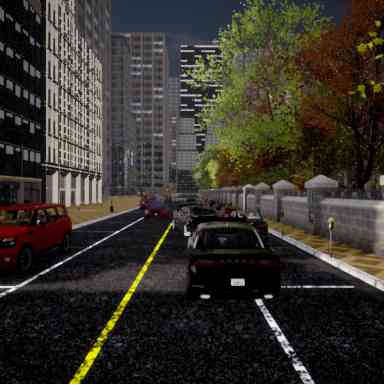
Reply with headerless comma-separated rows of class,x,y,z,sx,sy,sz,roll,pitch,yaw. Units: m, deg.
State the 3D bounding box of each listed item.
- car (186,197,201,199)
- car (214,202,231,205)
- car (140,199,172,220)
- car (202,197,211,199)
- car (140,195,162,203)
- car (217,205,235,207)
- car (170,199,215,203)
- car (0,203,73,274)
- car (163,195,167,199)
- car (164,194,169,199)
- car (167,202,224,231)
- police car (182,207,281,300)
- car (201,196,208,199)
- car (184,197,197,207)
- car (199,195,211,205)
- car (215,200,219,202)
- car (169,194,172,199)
car,-0.156,1.515,43.468,1.812,1.442,4.674,0,0,0
car,2.499,1.578,21.661,1.802,1.307,4.206,0,0,0
car,-2.847,1.558,28.108,1.994,1.385,4.181,0,0,0
car,2.419,1.557,38.310,1.947,1.339,4.313,0,0,0
car,-5.633,1.304,43.922,2.192,1.841,5.009,0,0,0
car,2.526,1.548,16.111,2.008,1.369,4.403,0,0,0
car,0.078,1.501,24.801,1.837,1.490,4.892,0,0,17
car,-5.475,1.314,10.673,2.192,1.841,5.009,0,0,0
car,-5.686,1.564,55.004,1.802,1.307,4.206,0,0,0
car,-5.712,1.504,60.374,1.752,1.417,4.829,0,0,0
car,0.174,1.502,18.208,1.837,1.490,4.892,0,0,-15
police car,0.819,1.424,8.585,1.930,1.638,5.238,0,0,0
car,2.366,1.568,49.410,1.802,1.307,4.206,0,0,0
car,-0.215,1.531,53.451,2.033,1.411,5.357,0,0,0
car,2.313,1.419,60.509,1.967,1.590,4.097,0,0,0
car,2.472,1.561,27.211,1.947,1.339,4.313,0,0,0
car,-5.647,1.282,77.167,2.192,1.841,5.009,0,0,0
